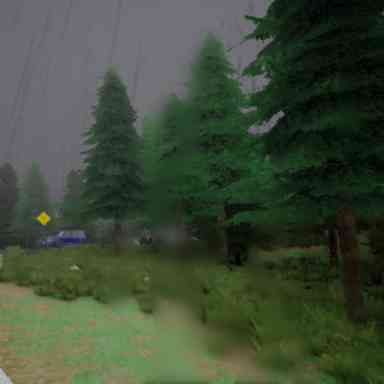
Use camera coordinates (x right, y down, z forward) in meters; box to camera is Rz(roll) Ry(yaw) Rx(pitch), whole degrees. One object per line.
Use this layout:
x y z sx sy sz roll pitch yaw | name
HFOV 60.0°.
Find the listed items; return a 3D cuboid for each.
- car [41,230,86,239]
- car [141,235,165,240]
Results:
-13.551 5.003 35.106 2.150 2.045 5.566 -5 -9 20 | car
-4.789 6.470 44.254 1.882 1.535 5.008 -5 -9 31 | car
